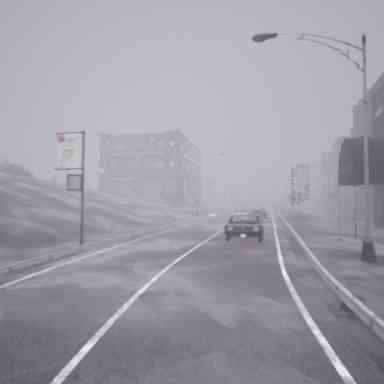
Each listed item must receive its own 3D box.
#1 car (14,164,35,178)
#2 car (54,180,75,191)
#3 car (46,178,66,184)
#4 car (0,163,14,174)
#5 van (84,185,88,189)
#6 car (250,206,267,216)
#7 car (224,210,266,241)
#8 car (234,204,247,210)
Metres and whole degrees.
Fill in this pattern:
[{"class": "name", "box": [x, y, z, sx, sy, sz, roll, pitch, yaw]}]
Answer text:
[{"class": "car", "box": [-22.759, -2.432, 43.353, 2.435, 2.045, 5.566, 0, -3, 2]}, {"class": "car", "box": [-22.860, -1.121, 59.891, 2.002, 1.452, 4.674, 0, -4, -2]}, {"class": "car", "box": [-22.721, -1.484, 54.363, 2.002, 1.452, 4.674, 0, -4, 0]}, {"class": "car", "box": [-22.975, -2.607, 37.748, 2.185, 1.767, 4.553, 0, -3, 3]}, {"class": "van", "box": [-23.446, -0.587, 71.075, 1.878, 1.987, 4.442, 0, -4, -4]}, {"class": "car", "box": [7.802, 2.332, 39.292, 1.812, 1.442, 4.674, 0, -2, 13]}, {"class": "car", "box": [2.922, 1.842, 18.072, 1.895, 1.301, 4.718, 0, -1, 13]}, {"class": "car", "box": [8.638, 2.852, 58.790, 2.128, 1.511, 4.902, 0, -2, 13]}]
